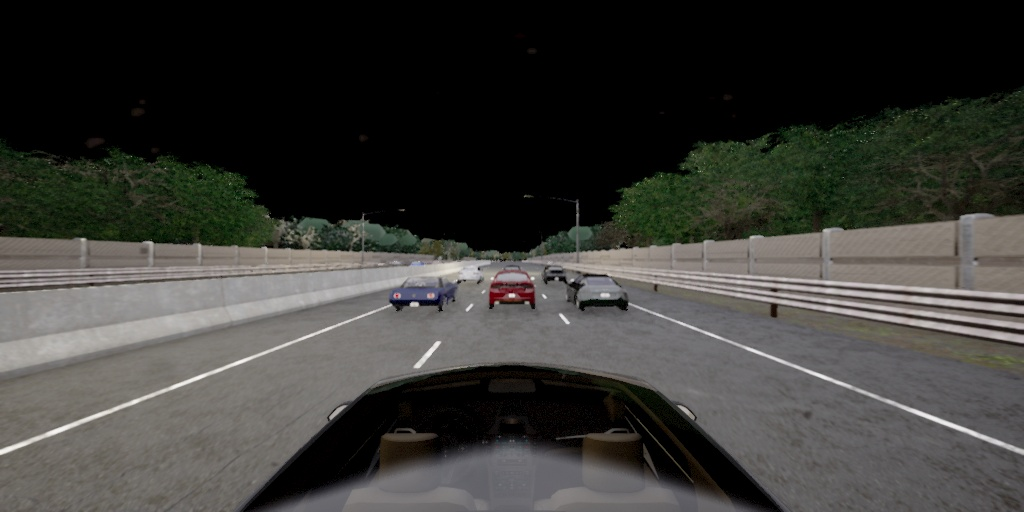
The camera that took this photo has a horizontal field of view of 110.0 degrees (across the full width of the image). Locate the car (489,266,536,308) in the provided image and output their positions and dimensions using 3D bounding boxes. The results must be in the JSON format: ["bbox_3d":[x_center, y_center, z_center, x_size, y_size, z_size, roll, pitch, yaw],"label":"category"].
[{"bbox_3d":[0.020,1.373,16.101,1.882,1.535,5.008,0,0,0],"label":"car"}]

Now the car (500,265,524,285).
[{"bbox_3d":[0.007,1.545,30.347,1.837,1.490,4.892,0,0,0],"label":"car"}]

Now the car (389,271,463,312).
[{"bbox_3d":[-3.490,1.486,15.112,1.895,1.301,4.718,0,-1,0],"label":"car"}]

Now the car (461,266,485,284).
[{"bbox_3d":[-3.488,1.567,30.750,1.812,1.442,4.674,0,0,0],"label":"car"}]

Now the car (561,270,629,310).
[{"bbox_3d":[3.514,1.453,15.445,1.994,1.385,4.181,0,0,0],"label":"car"}]

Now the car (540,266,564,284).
[{"bbox_3d":[3.508,1.545,30.353,1.837,1.490,4.892,0,0,0],"label":"car"}]
